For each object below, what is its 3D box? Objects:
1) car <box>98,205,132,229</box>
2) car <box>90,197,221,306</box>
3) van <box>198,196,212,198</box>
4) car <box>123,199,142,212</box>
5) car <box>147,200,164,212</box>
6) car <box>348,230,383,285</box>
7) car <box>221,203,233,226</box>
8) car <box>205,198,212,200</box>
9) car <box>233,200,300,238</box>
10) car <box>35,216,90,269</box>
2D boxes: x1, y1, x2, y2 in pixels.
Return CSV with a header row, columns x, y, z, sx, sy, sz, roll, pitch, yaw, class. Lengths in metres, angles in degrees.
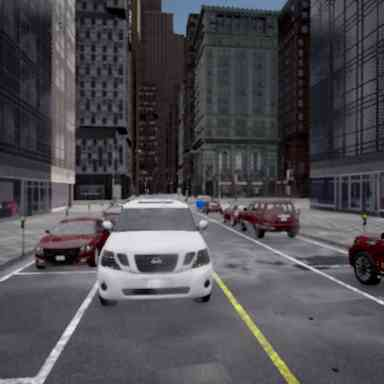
x,y,z,sx,sy,sz,roll,pitch,yaw,class
-5.102,1.593,22.499,1.802,1.307,4.206,0,0,-6,car
-0.924,1.231,8.494,2.150,2.045,5.566,0,0,-7,car
1.460,1.371,40.300,1.690,1.788,3.998,0,0,-6,van
-7.011,1.575,39.339,1.947,1.339,4.313,0,0,-6,car
-4.421,1.616,40.216,1.895,1.301,4.718,0,0,-6,car
5.276,1.336,6.622,2.192,1.841,5.009,0,0,-6,car
3.368,1.472,23.461,1.967,1.590,4.097,0,0,-6,car
2.096,1.614,34.687,1.802,1.307,4.206,0,0,-6,car
4.004,1.344,17.848,2.192,1.841,5.009,0,0,-6,car
-3.830,1.550,11.273,1.887,1.381,4.507,0,0,-6,car
